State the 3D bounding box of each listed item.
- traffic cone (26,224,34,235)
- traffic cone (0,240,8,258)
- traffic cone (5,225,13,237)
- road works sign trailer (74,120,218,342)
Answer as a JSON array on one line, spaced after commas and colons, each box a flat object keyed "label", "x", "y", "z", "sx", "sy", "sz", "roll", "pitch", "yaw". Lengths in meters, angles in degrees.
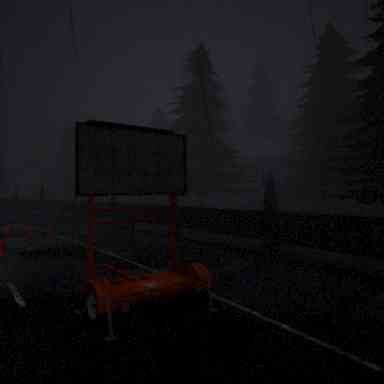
[{"label": "traffic cone", "x": -8.542, "y": 1.971, "z": 17.545, "sx": 0.340, "sy": 0.580, "sz": 0.340, "roll": 0, "pitch": 0, "yaw": -36}, {"label": "traffic cone", "x": -6.588, "y": 1.968, "z": 11.530, "sx": 0.340, "sy": 0.580, "sz": 0.340, "roll": 0, "pitch": 0, "yaw": -36}, {"label": "traffic cone", "x": -9.346, "y": 1.973, "z": 16.951, "sx": 0.340, "sy": 0.580, "sz": 0.340, "roll": 0, "pitch": 0, "yaw": -36}, {"label": "road works sign trailer", "x": -1.239, "y": 0.464, "z": 6.781, "sx": 2.380, "sy": 3.560, "sz": 2.880, "roll": 0, "pitch": 0, "yaw": -36}]
